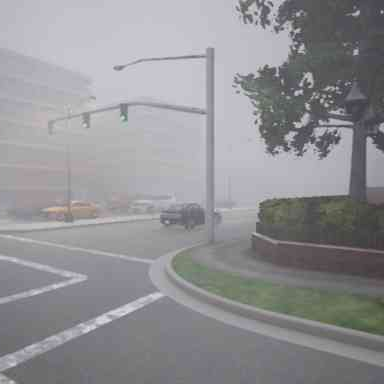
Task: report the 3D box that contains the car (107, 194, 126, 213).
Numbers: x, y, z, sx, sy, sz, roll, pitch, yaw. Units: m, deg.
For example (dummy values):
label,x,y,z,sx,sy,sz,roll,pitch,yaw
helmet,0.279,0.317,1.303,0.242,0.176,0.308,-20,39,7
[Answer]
label,x,y,z,sx,sy,sz,roll,pitch,yaw
car,-6.935,1.211,37.137,2.150,2.045,5.566,0,0,36

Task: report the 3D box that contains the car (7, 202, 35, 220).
label,x,y,z,sx,sy,sz,roll,pitch,yaw
car,-12.917,1.537,28.889,2.033,1.411,5.357,0,0,36

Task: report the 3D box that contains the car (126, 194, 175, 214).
label,x,y,z,sx,sy,sz,roll,pitch,yaw
car,-3.947,1.212,35.288,2.150,2.045,5.566,0,0,36

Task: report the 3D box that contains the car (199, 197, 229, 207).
label,x,y,z,sx,sy,sz,roll,pitch,yaw
car,3.473,1.537,51.432,2.033,1.411,5.357,0,0,36

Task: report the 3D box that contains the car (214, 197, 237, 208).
label,x,y,z,sx,sy,sz,roll,pitch,yaw
car,4.426,1.591,46.810,1.895,1.301,4.718,0,0,36

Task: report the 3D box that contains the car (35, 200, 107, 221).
label,x,y,z,sx,sy,sz,roll,pitch,yaw
car,-9.769,1.468,27.270,1.882,1.535,5.008,0,0,36

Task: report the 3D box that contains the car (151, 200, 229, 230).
label,x,y,z,sx,sy,sz,roll,pitch,yaw
car,0.017,1.489,21.003,2.128,1.511,4.902,0,0,36
